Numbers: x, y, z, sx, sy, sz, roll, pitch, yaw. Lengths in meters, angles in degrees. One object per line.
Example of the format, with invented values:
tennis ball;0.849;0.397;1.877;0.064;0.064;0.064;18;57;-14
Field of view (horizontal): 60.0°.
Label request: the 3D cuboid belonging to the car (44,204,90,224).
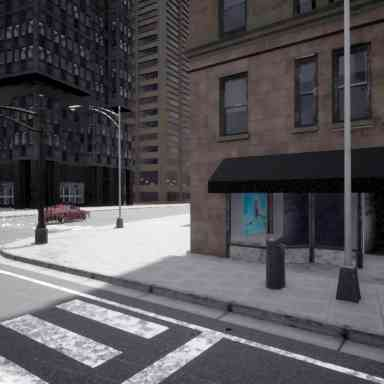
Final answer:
car;-10.147;1.718;26.701;1.812;1.442;4.674;0;-1;18
